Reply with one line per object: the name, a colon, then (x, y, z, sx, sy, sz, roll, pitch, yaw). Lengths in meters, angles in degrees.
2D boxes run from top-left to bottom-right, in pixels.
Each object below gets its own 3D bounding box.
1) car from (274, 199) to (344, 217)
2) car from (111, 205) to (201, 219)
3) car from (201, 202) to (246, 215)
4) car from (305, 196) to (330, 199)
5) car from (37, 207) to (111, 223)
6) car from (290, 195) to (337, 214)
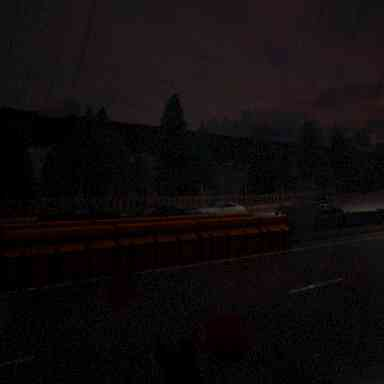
car: (8.091, 1.475, 22.111, 4.902, 1.511, 2.128, 0, 0, -34)
car: (-2.037, 1.525, 19.509, 4.674, 1.442, 1.812, 0, 0, -34)
car: (2.284, 1.522, 26.663, 4.674, 1.442, 1.812, 0, 0, -34)
car: (8.704, 1.420, 26.806, 4.902, 1.511, 2.128, -2, 1, -34)
car: (-6.908, 1.600, 20.440, 4.718, 1.301, 1.895, 0, 0, -34)
car: (12.266, 1.198, 33.454, 4.892, 1.490, 1.837, -3, 2, -34)
